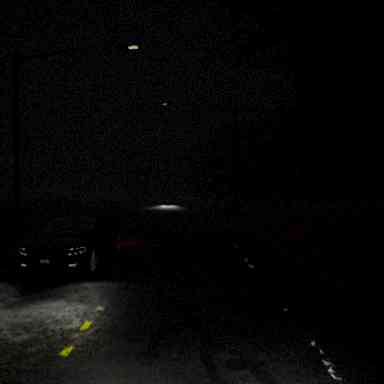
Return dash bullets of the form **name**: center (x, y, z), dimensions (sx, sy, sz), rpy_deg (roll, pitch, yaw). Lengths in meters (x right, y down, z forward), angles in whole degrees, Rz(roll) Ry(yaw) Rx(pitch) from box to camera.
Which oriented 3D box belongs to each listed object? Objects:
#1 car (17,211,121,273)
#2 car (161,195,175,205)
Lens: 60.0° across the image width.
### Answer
- **car**: center (-3.601, 1.414, 10.615), dimensions (1.882, 1.535, 5.008), rpy_deg (0, 0, 0)
- **car**: center (-3.586, 1.249, 51.044), dimensions (2.128, 1.511, 4.902), rpy_deg (0, 0, 0)
